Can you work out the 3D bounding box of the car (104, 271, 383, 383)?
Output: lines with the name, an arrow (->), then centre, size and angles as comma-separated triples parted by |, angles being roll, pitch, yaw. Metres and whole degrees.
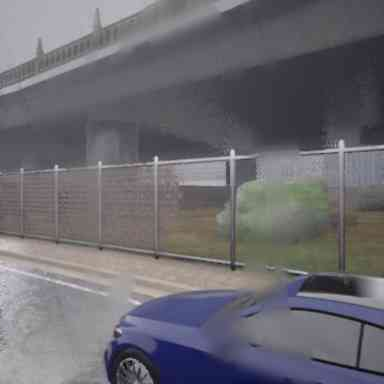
car -> 1.214, 1.528, 3.124 | 4.674, 1.442, 1.812 | 0, 0, 35
